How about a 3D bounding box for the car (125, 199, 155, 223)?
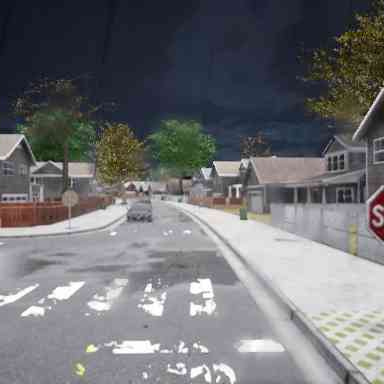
[{"bbox_3d":[-3.972,1.561,25.750,1.837,1.490,4.892,0,0,-5],"label":"car"}]
